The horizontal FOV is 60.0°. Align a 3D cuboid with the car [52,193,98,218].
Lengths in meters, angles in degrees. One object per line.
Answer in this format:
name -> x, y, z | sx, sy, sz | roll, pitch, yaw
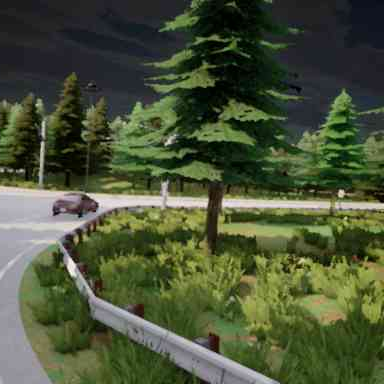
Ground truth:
car -> -7.730, 0.796, 22.325 | 1.812, 1.442, 4.674 | 4, 3, 0
